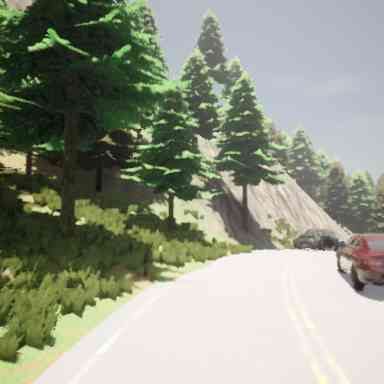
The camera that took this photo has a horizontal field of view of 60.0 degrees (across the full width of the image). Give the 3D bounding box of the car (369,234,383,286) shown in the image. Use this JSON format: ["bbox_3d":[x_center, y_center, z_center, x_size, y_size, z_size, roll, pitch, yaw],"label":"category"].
[{"bbox_3d":[4.358,1.607,4.294,1.882,1.535,5.008,0,-2,7],"label":"car"}]

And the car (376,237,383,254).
[{"bbox_3d":[18.070,4.815,29.076,4.674,1.442,1.812,10,-10,-38],"label":"car"}]

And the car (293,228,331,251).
[{"bbox_3d":[9.481,3.544,25.338,2.097,1.767,4.553,-4,-10,42],"label":"car"}]

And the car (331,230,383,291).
[{"bbox_3d":[5.470,1.936,9.784,1.812,1.442,4.674,-1,-4,16],"label":"car"}]
